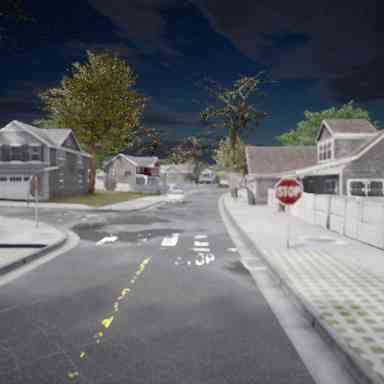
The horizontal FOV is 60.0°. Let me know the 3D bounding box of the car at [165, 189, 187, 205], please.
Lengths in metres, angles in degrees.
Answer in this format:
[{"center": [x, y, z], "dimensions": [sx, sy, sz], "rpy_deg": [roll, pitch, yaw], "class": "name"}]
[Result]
[{"center": [-1.505, 0.493, 33.455], "dimensions": [1.812, 1.442, 4.674], "rpy_deg": [0, 3, 4], "class": "car"}]
